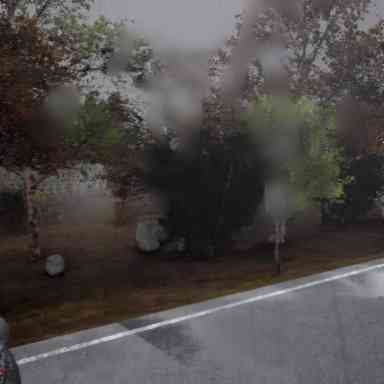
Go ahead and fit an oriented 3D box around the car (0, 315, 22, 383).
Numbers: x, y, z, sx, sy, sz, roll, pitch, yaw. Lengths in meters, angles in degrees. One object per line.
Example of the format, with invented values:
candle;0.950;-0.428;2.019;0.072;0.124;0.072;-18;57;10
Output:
car;-3.511;1.508;1.479;4.892;1.490;1.837;0;0;-35
